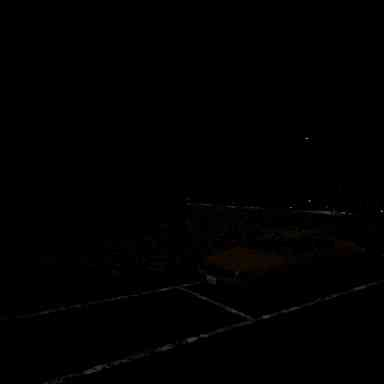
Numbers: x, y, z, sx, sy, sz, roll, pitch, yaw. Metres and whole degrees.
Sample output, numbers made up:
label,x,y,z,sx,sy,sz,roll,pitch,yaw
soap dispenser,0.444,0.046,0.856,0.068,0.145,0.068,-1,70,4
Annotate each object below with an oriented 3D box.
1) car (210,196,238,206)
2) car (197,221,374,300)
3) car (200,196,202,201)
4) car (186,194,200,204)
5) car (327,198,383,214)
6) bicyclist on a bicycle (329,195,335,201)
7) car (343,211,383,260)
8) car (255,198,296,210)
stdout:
label,x,y,z,sx,sy,sz,roll,pitch,yaw
car,4.365,1.257,45.376,1.994,1.385,4.181,1,0,-34
car,2.389,1.529,8.366,4.829,1.417,1.752,0,1,-35
car,-0.284,1.099,57.797,2.128,1.511,4.902,1,0,-34
car,-1.228,1.202,53.586,1.895,1.301,4.718,1,0,-34
car,14.724,1.351,30.236,2.128,1.511,4.902,1,0,-34
bicyclist on a bicycle,16.333,1.169,38.931,1.656,1.620,0.582,0,0,-34
car,7.150,1.551,11.670,4.507,1.381,1.887,0,1,-35
car,9.487,1.376,37.882,1.895,1.301,4.718,1,0,-34
